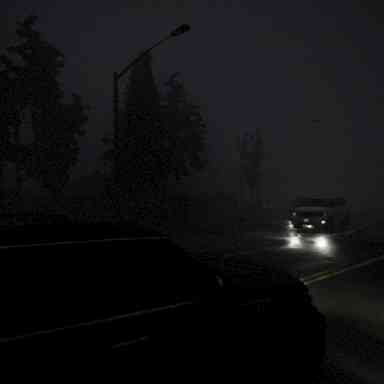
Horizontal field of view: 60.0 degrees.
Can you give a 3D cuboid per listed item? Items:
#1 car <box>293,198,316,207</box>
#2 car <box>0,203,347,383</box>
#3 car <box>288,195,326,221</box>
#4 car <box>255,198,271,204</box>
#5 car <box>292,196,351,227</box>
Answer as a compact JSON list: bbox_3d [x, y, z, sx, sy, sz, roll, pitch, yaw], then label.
[{"bbox_3d":[20.506,1.895,61.056,2.128,1.511,4.902,-1,-1,-6],"label":"car"},{"bbox_3d":[-1.118,1.229,3.029,5.566,2.045,2.150,0,0,-37],"label":"car"},{"bbox_3d":[10.522,1.346,30.105,2.150,2.045,5.566,0,-1,31],"label":"car"},{"bbox_3d":[15.198,2.009,71.132,1.882,1.535,5.008,-1,-1,-11],"label":"car"},{"bbox_3d":[8.379,1.278,21.284,2.150,2.045,5.566,0,0,41],"label":"car"}]
